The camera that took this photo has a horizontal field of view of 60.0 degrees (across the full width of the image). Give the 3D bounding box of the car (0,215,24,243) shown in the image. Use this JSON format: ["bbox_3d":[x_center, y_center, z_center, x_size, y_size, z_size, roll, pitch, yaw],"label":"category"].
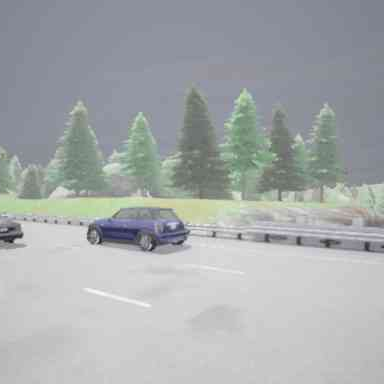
[{"bbox_3d":[-9.887,1.646,15.345,5.357,1.411,2.033,0,0,36],"label":"car"}]

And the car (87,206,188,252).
[{"bbox_3d":[-2.468,1.411,14.352,4.553,1.767,2.097,0,0,36],"label":"car"}]
